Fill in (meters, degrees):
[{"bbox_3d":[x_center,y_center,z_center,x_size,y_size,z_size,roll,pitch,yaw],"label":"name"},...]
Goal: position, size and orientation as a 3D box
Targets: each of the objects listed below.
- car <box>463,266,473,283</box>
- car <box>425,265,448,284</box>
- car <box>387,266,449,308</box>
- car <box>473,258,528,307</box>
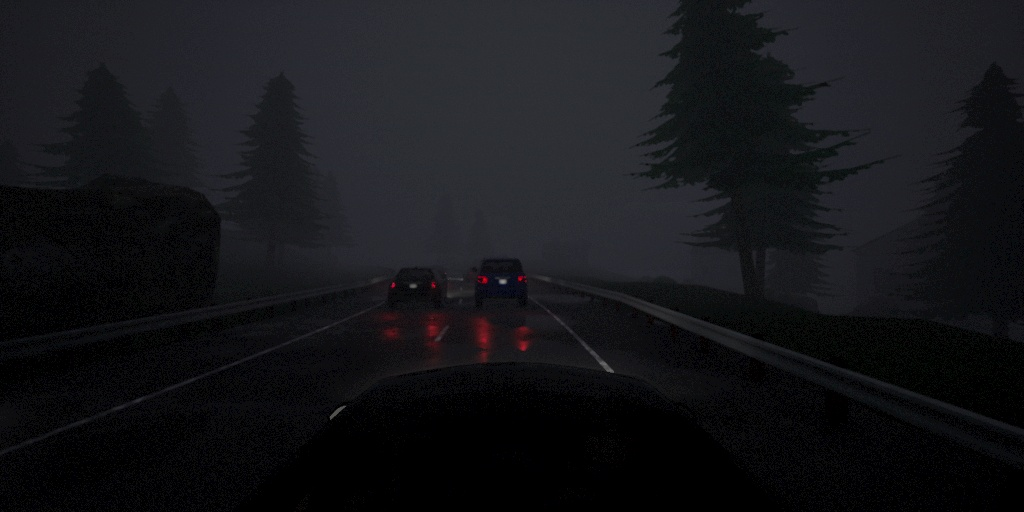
[{"bbox_3d":[-3.254,1.600,32.251,1.994,1.385,4.181,0,-1,-13],"label":"car"},{"bbox_3d":[-6.689,1.556,31.560,1.812,1.442,4.674,0,0,-13],"label":"car"},{"bbox_3d":[-4.115,1.237,16.256,2.097,1.767,4.553,0,-1,-6],"label":"car"},{"bbox_3d":[-0.623,1.105,16.549,2.150,2.045,5.566,0,0,-6],"label":"car"}]
